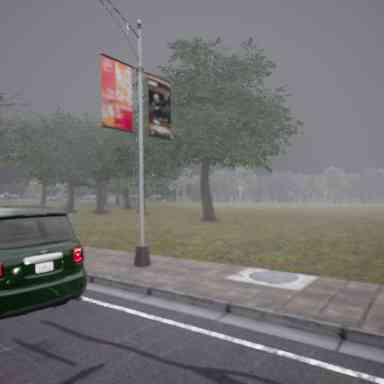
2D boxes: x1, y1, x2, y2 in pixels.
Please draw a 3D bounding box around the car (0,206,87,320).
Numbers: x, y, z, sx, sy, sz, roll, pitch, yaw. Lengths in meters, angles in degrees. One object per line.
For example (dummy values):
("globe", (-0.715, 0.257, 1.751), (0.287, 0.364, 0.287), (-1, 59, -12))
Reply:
("car", (-4.545, 1.314, 6.898), (5.566, 2.045, 2.150), (0, 0, 36))
